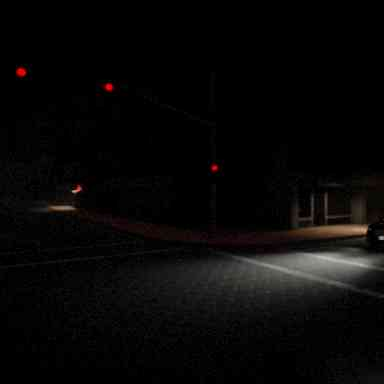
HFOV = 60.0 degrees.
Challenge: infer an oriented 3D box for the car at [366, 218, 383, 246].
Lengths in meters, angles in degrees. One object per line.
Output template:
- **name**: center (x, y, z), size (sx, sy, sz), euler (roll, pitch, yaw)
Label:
- **car**: center (9.317, 1.494, 13.957), size (4.902, 1.511, 2.128), euler (0, 0, -32)
